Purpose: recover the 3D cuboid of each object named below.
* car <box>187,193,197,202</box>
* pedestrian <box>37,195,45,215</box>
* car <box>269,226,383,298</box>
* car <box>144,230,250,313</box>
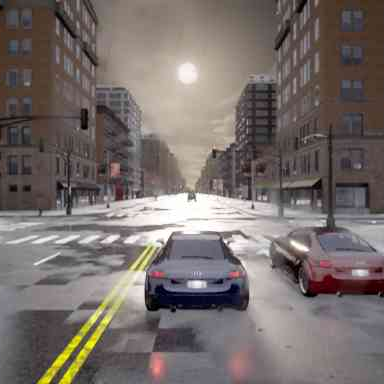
[{"bbox_3d":[-0.025,1.266,80.278,2.150,2.045,5.566,0,0,0],"label":"car"},{"bbox_3d":[-14.152,1.191,31.081,0.375,1.860,0.375,0,0,0],"label":"pedestrian"},{"bbox_3d":[3.335,1.570,8.581,1.994,1.385,4.181,0,0,0],"label":"car"},{"bbox_3d":[0.085,1.570,7.762,1.994,1.385,4.181,0,0,0],"label":"car"}]
